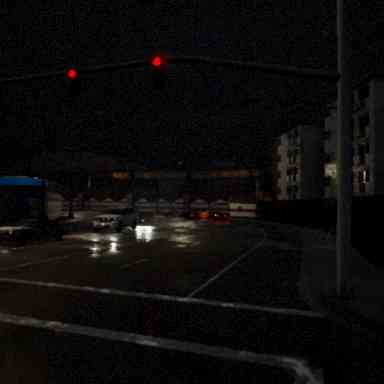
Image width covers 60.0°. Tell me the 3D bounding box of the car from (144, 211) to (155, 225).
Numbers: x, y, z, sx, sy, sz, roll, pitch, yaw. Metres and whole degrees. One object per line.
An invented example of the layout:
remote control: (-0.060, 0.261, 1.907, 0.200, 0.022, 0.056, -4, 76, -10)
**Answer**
car: (-5.434, 2.996, 38.862, 2.128, 1.511, 4.902, 1, -2, -2)

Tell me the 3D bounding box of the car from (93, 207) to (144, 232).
car: (-6.444, 2.295, 28.853, 2.150, 2.045, 5.566, 1, -2, 12)

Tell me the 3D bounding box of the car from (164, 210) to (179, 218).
car: (-3.481, 3.984, 60.252, 1.994, 1.385, 4.181, 2, -3, -29)

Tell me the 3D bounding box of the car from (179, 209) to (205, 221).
car: (-0.051, 3.682, 51.684, 2.033, 1.411, 5.357, 2, -2, -15)

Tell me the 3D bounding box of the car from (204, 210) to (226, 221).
car: (3.765, 3.689, 50.575, 1.812, 1.442, 4.674, 2, -2, -13)

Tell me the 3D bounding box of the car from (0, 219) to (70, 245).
car: (-9.335, 2.227, 19.309, 1.895, 1.301, 4.718, 0, -2, 18)

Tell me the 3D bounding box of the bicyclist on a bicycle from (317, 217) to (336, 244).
bicyclist on a bicycle: (8.165, 2.266, 19.334, 1.656, 1.620, 0.582, 0, -3, 19)
